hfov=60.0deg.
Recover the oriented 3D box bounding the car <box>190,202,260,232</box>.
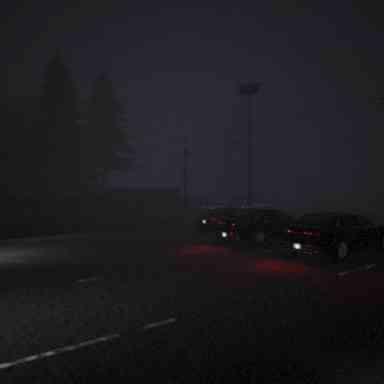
[{"bbox_3d":[2.258,1.491,18.317,4.181,1.385,1.994,0,0,-36],"label":"car"}]

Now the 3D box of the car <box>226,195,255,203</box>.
[{"bbox_3d":[7.692,1.279,55.561,1.837,1.490,4.892,0,0,-36],"label":"car"}]

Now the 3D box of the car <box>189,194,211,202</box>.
[{"bbox_3d":[1.679,1.278,69.858,2.128,1.511,4.902,0,0,-36],"label":"car"}]

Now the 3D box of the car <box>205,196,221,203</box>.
[{"bbox_3d":[2.309,1.415,51.037,1.895,1.301,4.718,0,0,-36],"label":"car"}]

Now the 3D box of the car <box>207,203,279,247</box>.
[{"bbox_3d":[3.258,1.440,14.724,4.892,1.490,1.837,0,0,-36],"label":"car"}]

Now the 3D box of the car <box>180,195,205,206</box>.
[{"bbox_3d":[-0.643,1.435,49.139,1.895,1.301,4.718,0,0,-36],"label":"car"}]

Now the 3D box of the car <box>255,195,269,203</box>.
[{"bbox_3d":[10.707,1.302,57.383,2.033,1.411,5.357,0,0,-36],"label":"car"}]

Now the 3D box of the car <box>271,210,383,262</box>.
[{"bbox_3d":[5.269,1.440,11.860,4.892,1.490,1.837,0,0,-36],"label":"car"}]
